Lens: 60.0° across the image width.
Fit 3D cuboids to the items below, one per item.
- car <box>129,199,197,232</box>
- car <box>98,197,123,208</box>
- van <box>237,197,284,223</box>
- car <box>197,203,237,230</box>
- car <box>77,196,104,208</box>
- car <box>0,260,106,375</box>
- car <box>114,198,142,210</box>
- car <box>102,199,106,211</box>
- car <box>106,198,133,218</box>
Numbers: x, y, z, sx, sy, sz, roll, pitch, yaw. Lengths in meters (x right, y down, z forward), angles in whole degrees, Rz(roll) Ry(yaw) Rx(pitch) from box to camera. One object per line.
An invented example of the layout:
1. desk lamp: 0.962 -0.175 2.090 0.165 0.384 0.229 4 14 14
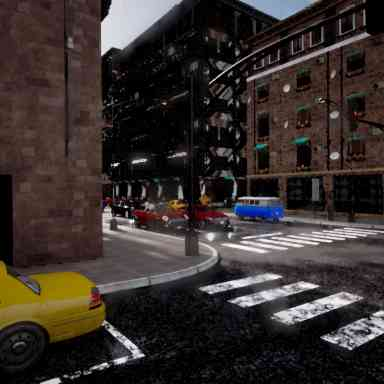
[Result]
1. car: -1.863 1.440 20.030 1.967 1.590 4.097 0 0 -36
2. car: -11.725 1.462 47.837 1.887 1.381 4.507 -1 0 -36
3. van: 4.926 1.280 24.944 1.690 1.788 3.998 0 0 -36
4. car: 0.437 1.508 21.274 1.812 1.442 4.674 -1 0 -34
5. car: -14.368 1.429 46.970 2.128 1.511 4.902 -1 0 -35
6. car: -3.554 1.525 4.029 4.829 1.417 1.752 0 0 -36
7. car: -8.395 1.463 43.258 1.887 1.381 4.507 -1 0 -36
8. car: -11.881 1.182 38.219 2.150 2.045 5.566 -1 0 -36
9. car: -5.609 1.473 29.581 1.837 1.490 4.892 -1 0 -36
